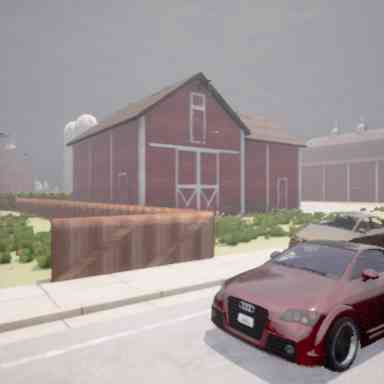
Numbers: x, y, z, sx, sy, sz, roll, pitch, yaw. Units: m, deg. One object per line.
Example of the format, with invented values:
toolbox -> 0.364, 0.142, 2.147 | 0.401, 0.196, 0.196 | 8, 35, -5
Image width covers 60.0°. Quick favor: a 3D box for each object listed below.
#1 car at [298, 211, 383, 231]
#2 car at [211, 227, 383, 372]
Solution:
car -> 5.140, 1.434, 11.189 | 4.193, 1.474, 1.816 | 0, 6, -38
car -> 2.364, 1.554, 5.668 | 4.181, 1.385, 1.994 | 0, 0, -35
